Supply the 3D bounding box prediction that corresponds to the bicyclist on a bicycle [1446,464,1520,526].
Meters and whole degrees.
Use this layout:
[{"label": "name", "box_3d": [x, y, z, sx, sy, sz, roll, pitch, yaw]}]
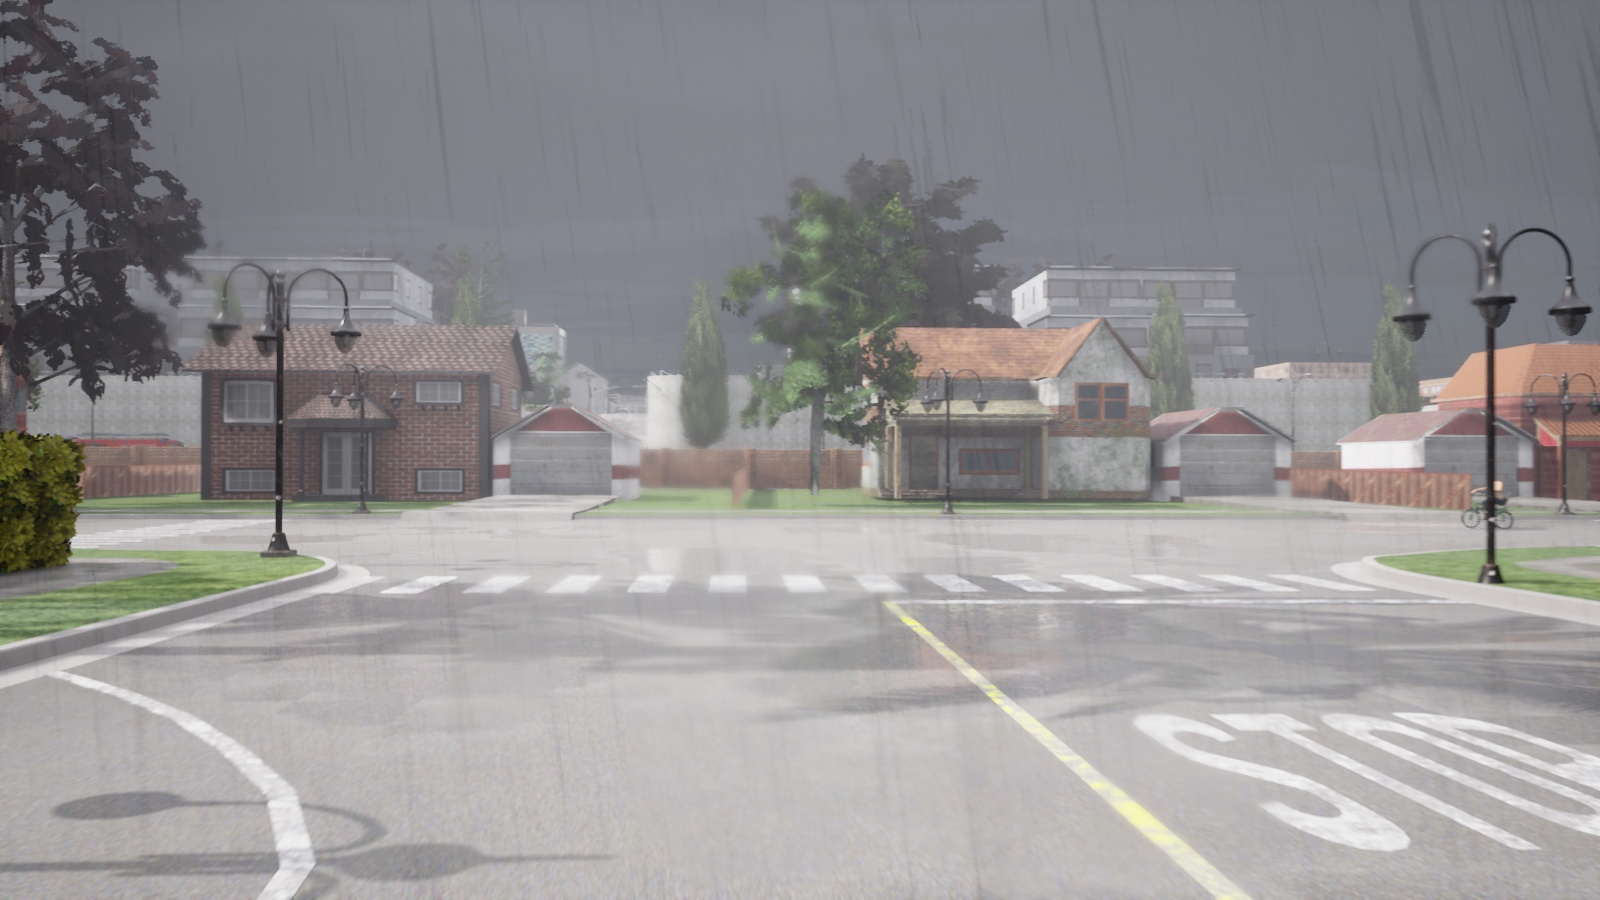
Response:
[{"label": "bicyclist on a bicycle", "box_3d": [19.083, 1.246, 35.106, 1.509, 1.612, 0.866, 4, -1, -3]}]
